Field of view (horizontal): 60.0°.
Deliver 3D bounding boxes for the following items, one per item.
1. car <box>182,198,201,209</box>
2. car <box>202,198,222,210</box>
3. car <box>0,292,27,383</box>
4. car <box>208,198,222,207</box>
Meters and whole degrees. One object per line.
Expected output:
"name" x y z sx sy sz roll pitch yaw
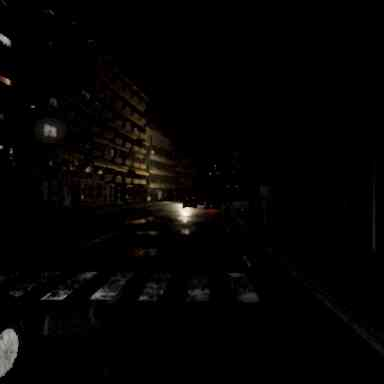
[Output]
"car" -0.258 1.677 47.747 1.994 1.385 4.181 0 0 6
"car" 2.802 1.616 46.078 1.837 1.490 4.892 0 0 6
"car" -3.101 1.504 2.444 1.837 1.490 4.892 0 0 0
"car" 3.905 1.721 55.984 1.994 1.385 4.181 0 0 8
